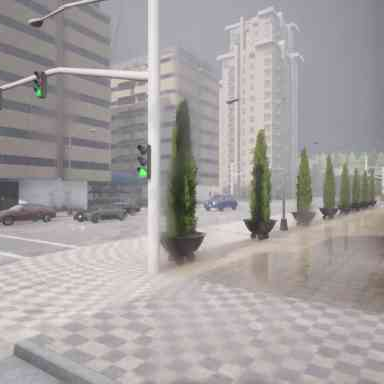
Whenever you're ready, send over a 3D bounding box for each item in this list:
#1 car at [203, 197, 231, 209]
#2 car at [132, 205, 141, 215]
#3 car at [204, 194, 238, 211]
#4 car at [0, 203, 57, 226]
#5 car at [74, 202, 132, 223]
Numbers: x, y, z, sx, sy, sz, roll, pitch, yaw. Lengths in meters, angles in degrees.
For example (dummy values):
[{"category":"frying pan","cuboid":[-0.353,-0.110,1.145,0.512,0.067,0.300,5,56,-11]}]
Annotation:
[{"category":"car","cuboid":[3.649,1.560,47.808,1.837,1.490,4.892,0,0,35]},{"category":"car","cuboid":[-7.226,1.656,32.078,1.895,1.301,4.718,0,0,35]},{"category":"car","cuboid":[3.740,1.277,41.800,2.150,2.045,5.566,0,0,35]},{"category":"car","cuboid":[-12.370,1.581,24.573,1.812,1.442,4.674,0,0,34]},{"category":"car","cuboid":[-7.101,1.619,26.090,1.994,1.385,4.181,0,0,35]}]
